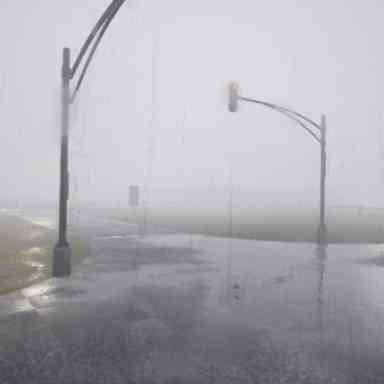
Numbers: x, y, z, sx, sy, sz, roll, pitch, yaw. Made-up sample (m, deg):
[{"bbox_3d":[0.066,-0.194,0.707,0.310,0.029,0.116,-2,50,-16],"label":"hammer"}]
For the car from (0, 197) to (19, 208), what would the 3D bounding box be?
[{"bbox_3d":[-27.500,1.518,50.037,2.097,1.767,4.553,1,-1,-36],"label":"car"}]
